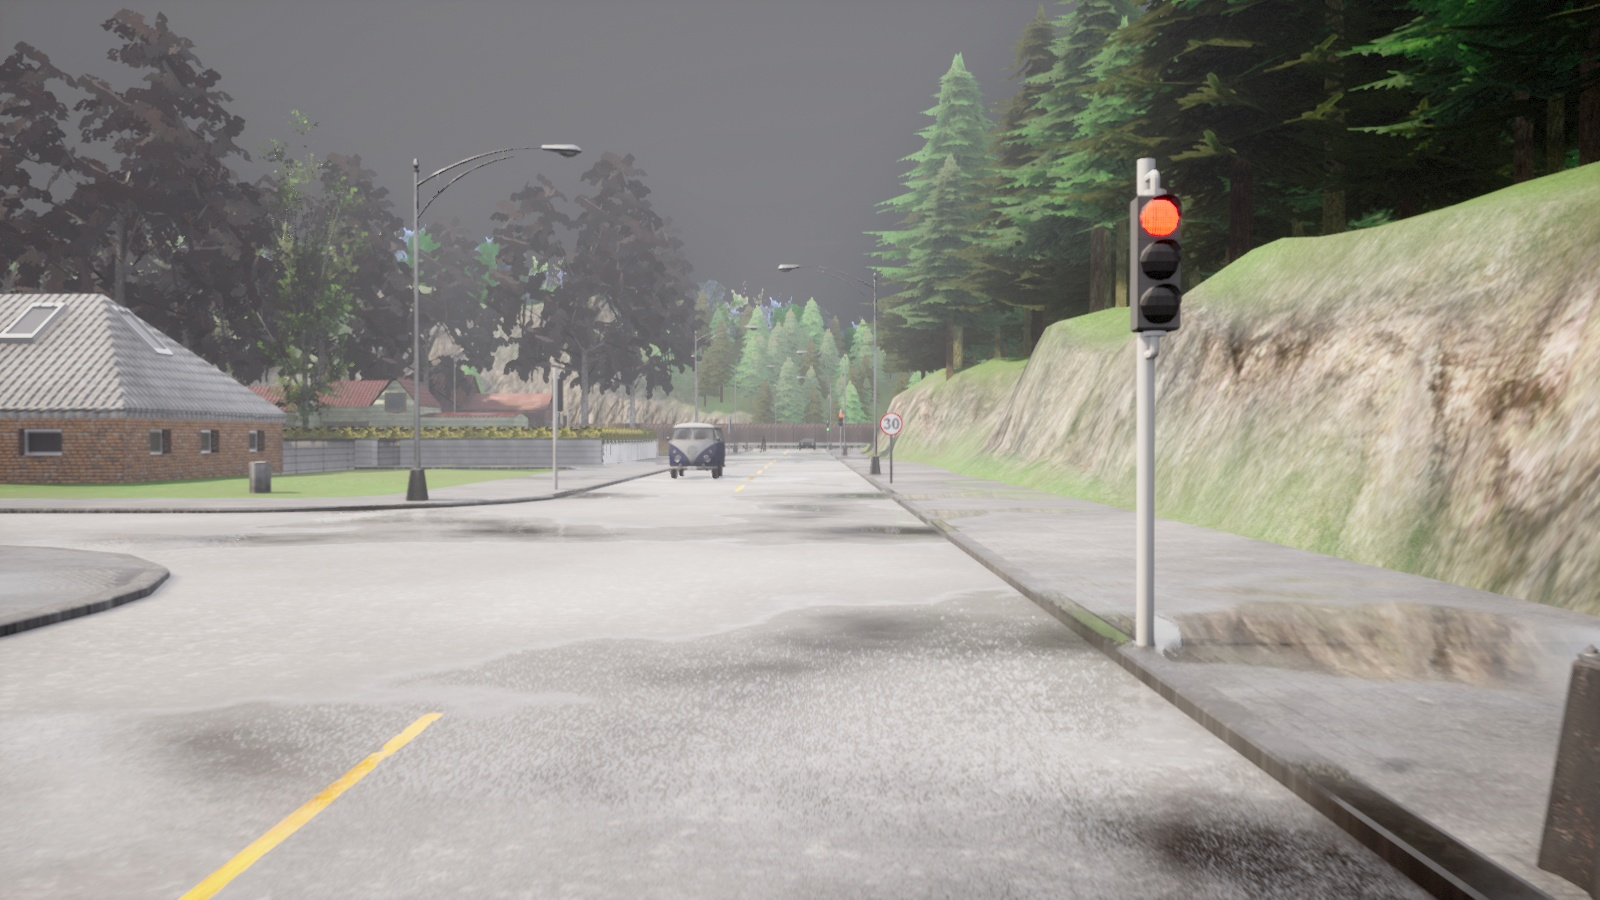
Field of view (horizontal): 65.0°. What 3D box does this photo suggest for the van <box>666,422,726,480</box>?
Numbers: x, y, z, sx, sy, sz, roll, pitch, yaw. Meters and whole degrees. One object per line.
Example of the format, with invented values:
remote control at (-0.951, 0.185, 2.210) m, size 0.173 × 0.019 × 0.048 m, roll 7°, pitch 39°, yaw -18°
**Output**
van at (-3.726, 0.008, 45.545) m, size 1.775 × 1.987 × 4.442 m, roll 0°, pitch 1°, yaw 0°
